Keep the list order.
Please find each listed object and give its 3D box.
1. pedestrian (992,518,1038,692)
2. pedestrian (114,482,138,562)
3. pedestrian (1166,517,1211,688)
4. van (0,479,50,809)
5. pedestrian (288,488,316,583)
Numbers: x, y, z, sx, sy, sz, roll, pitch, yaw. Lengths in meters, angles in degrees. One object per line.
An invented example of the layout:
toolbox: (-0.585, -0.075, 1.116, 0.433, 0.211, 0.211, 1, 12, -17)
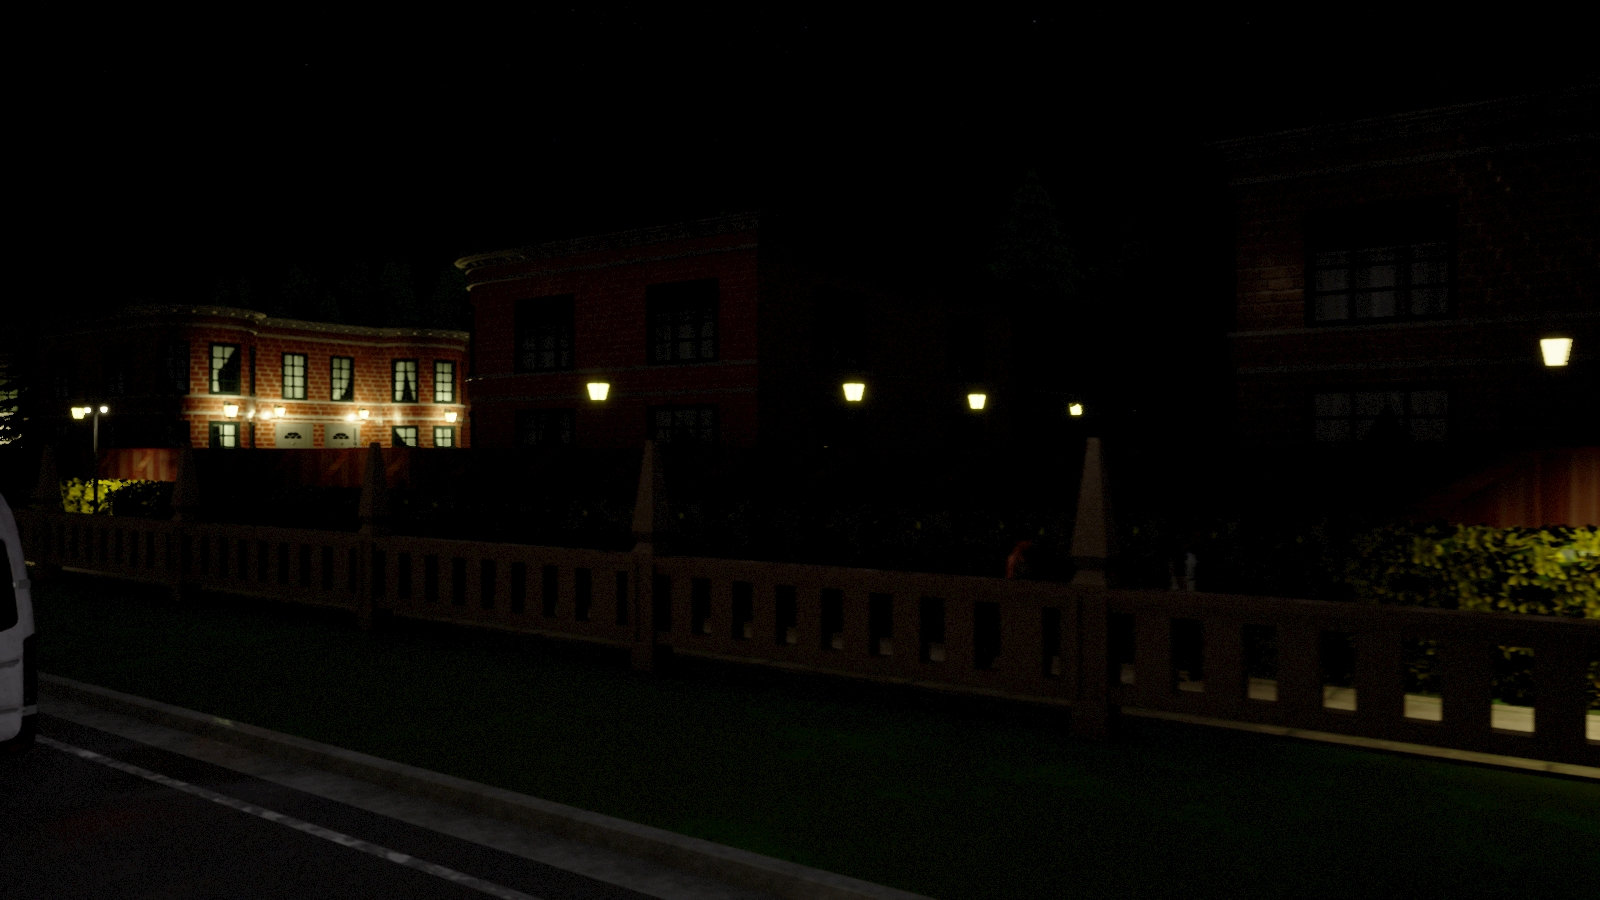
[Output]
pedestrian: (2.381, 1.696, 12.673, 0.375, 1.860, 0.375, 0, 0, 36)
pedestrian: (-15.990, 1.698, 27.115, 0.375, 1.860, 0.375, 0, 0, 36)
pedestrian: (4.374, 1.696, 12.859, 0.375, 1.860, 0.375, 0, 0, 38)
van: (-9.058, 1.535, 10.123, 5.915, 2.561, 1.988, 0, 0, 35)
pedestrian: (-9.935, 1.697, 22.787, 0.375, 1.860, 0.375, 0, 0, 36)
